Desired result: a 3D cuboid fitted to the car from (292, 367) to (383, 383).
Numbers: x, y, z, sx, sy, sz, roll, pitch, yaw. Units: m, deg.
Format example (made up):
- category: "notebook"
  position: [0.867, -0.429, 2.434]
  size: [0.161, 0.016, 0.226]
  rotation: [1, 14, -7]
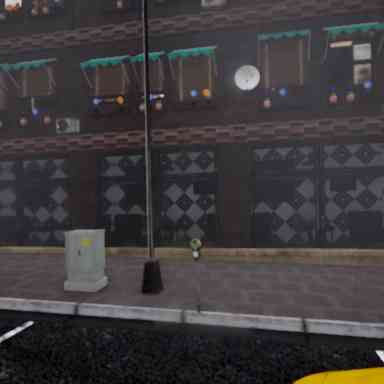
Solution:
- category: "car"
  position: [3.046, 1.453, 1.499]
  size: [5.366, 1.575, 1.801]
  rotation: [0, 0, 11]
